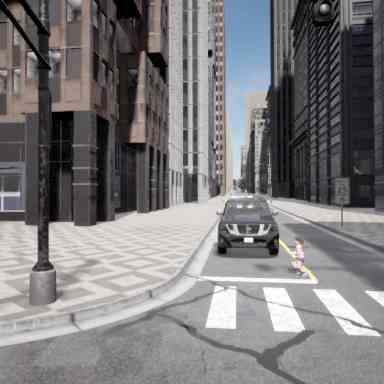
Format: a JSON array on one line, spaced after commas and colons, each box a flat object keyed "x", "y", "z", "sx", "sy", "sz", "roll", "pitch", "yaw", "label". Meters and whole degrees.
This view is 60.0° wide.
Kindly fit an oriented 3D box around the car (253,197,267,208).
[{"x": 10.539, "y": 1.565, "z": 51.649, "sx": 1.837, "sy": 1.490, "sz": 4.892, "roll": 0, "pitch": 0, "yaw": 7, "label": "car"}]

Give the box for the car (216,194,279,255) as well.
[{"x": 2.265, "y": 1.264, "z": 13.890, "sx": 2.150, "sy": 2.045, "sz": 5.566, "roll": 0, "pitch": 0, "yaw": 8, "label": "car"}]

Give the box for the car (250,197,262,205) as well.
[{"x": 11.852, "y": 1.646, "z": 61.497, "sx": 1.895, "sy": 1.301, "sz": 4.718, "roll": 0, "pitch": 0, "yaw": 7, "label": "car"}]

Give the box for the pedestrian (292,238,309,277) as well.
[{"x": 2.929, "y": 1.699, "z": 8.964, "sx": 0.500, "sy": 1.100, "sz": 0.500, "roll": 0, "pitch": -1, "yaw": 8, "label": "pedestrian"}]
